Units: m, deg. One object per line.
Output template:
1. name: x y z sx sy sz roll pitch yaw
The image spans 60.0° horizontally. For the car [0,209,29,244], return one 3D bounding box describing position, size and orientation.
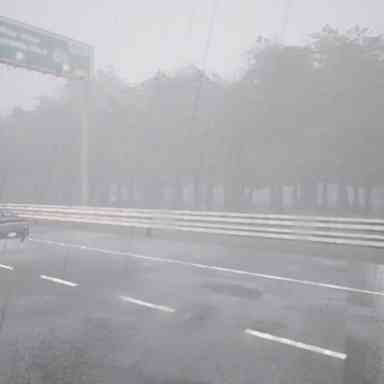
1. car: -9.122 1.494 14.676 4.902 1.511 2.128 0 0 36
